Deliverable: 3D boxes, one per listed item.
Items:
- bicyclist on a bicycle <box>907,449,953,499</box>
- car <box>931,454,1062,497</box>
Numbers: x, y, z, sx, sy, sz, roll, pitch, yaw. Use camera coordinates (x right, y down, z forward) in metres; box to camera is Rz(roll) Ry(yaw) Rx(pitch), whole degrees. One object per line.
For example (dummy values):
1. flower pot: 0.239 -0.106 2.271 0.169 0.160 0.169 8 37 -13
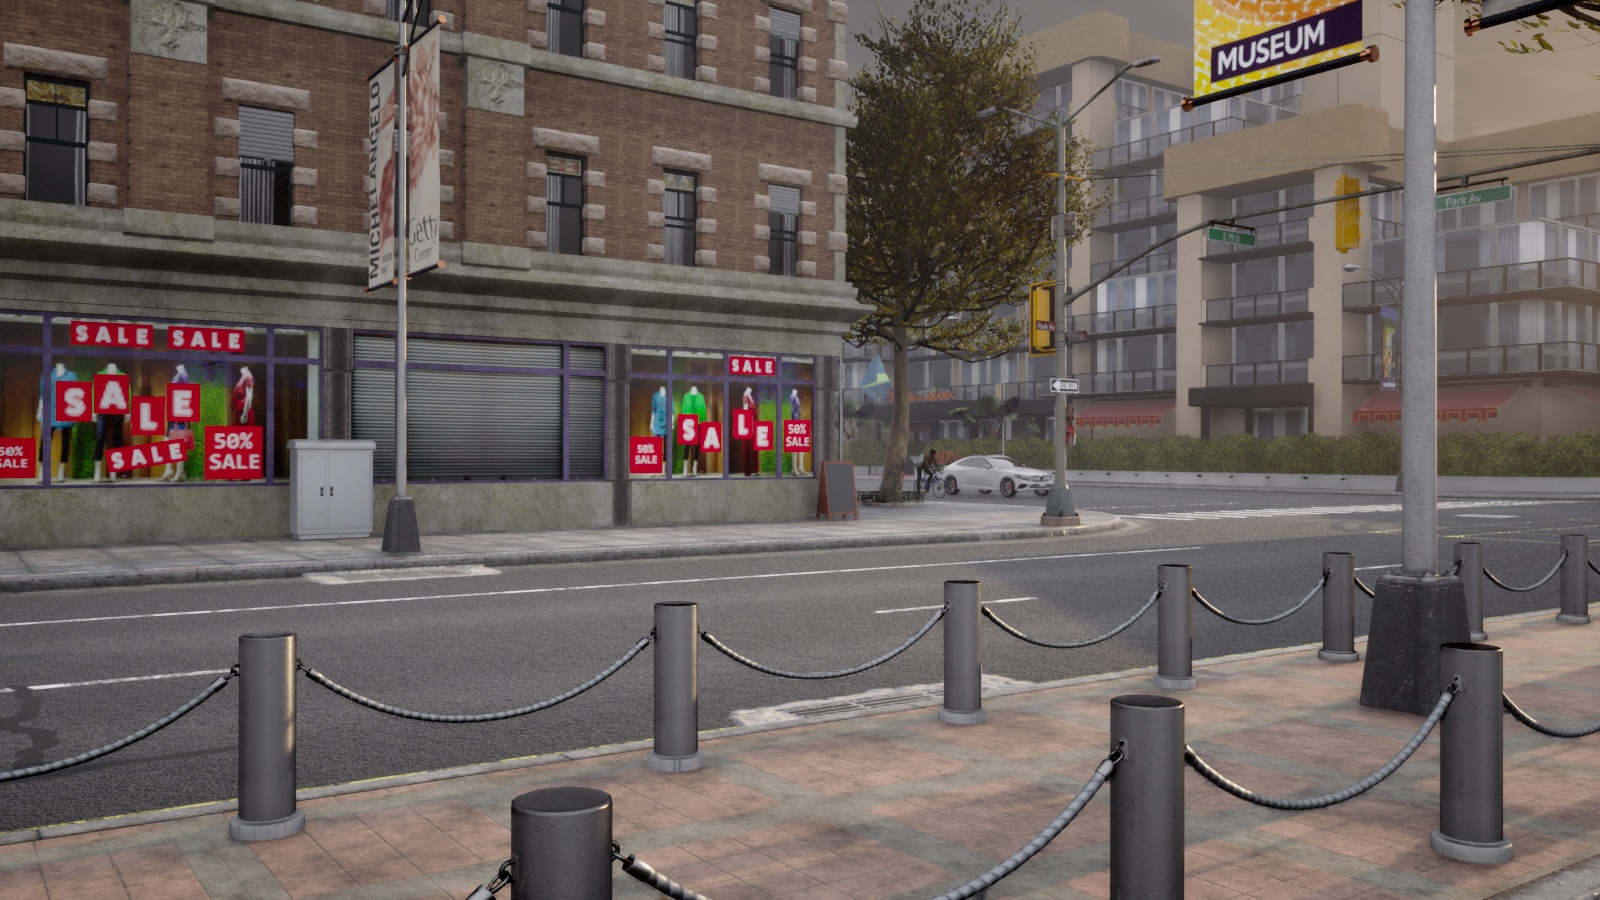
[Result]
1. bicyclist on a bicycle: 4.320 0.790 41.780 0.582 1.620 1.656 0 0 -35
2. car: 6.844 0.864 44.275 1.812 1.442 4.674 0 0 -35
